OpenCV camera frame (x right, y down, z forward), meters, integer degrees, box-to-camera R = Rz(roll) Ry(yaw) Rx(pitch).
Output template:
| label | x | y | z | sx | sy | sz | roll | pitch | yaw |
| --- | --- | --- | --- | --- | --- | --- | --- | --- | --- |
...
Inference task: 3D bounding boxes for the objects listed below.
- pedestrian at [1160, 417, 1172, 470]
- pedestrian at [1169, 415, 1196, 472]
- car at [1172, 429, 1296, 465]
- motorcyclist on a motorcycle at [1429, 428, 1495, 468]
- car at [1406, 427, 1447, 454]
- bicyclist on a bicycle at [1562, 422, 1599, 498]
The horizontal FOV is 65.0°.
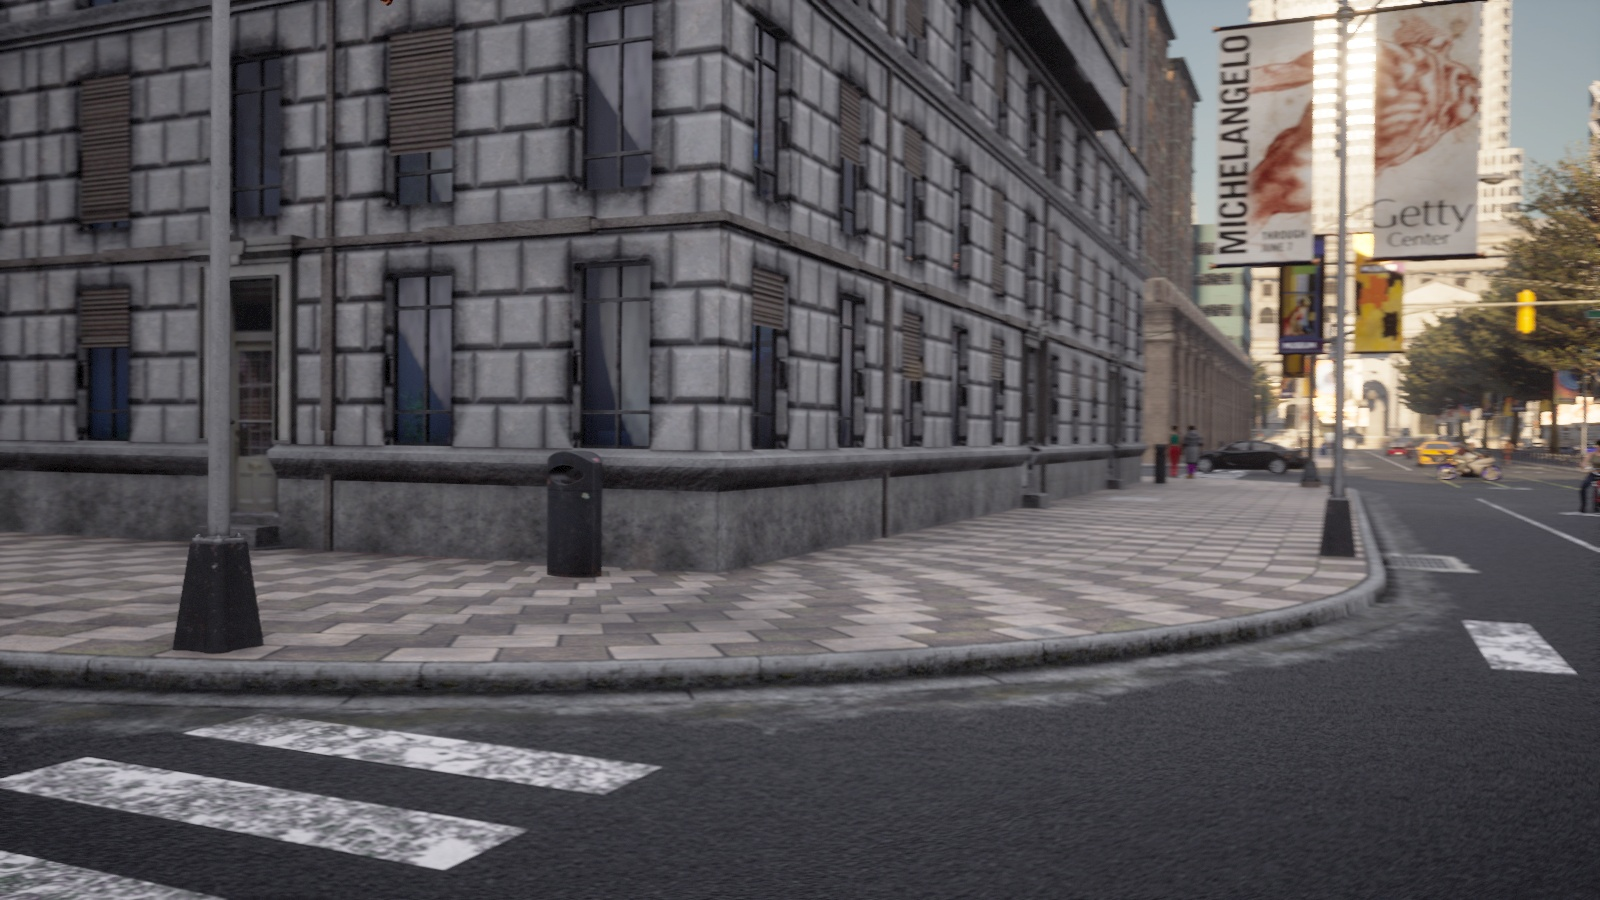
| label | x | y | z | sx | sy | sz | roll | pitch | yaw |
| --- | --- | --- | --- | --- | --- | --- | --- | --- | --- |
| pedestrian | 12.792 | -0.236 | 43.916 | 0.345 | 1.836 | 0.594 | 0 | 1 | 22 |
| pedestrian | 13.252 | -0.237 | 43.524 | 0.659 | 1.952 | 0.873 | -1 | 1 | -2 |
| car | 19.214 | -0.136 | 55.615 | 5.008 | 1.535 | 1.882 | 0 | 1 | 24 |
| motorcyclist on a motorcycle | 25.842 | -0.079 | 49.076 | 2.191 | 1.530 | 0.866 | 0 | 1 | 22 |
| car | 36.540 | -0.563 | 73.345 | 1.882 | 1.535 | 5.008 | 0 | 1 | 23 |
| bicyclist on a bicycle | 17.113 | 0.196 | 27.176 | 0.866 | 1.612 | 1.509 | 0 | 1 | 23 |
